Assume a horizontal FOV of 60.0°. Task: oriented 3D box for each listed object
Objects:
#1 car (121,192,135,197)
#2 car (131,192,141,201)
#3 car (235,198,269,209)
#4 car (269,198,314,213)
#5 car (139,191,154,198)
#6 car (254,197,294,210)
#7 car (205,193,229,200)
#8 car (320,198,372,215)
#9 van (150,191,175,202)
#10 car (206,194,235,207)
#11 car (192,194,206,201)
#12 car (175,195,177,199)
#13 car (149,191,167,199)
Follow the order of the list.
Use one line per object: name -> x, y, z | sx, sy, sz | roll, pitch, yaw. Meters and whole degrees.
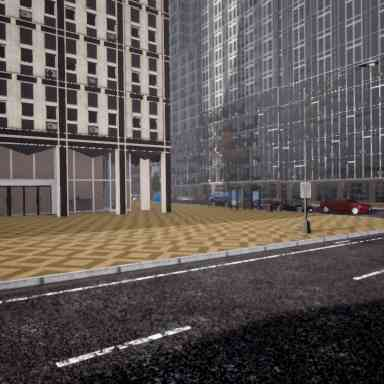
car -> -17.604, 0.688, 91.536 | 2.008, 1.369, 4.403 | 0, 1, -34
car -> -11.678, 1.039, 68.044 | 2.008, 1.369, 4.403 | 0, 1, -34
car -> 7.492, 1.388, 39.843 | 1.802, 1.307, 4.206 | 0, 1, -34
car -> 10.689, 1.424, 35.141 | 1.947, 1.339, 4.313 | 0, 1, -34
car -> -11.183, 0.686, 82.155 | 1.967, 1.590, 4.097 | 0, 1, -34
car -> 10.048, 1.369, 40.884 | 1.895, 1.301, 4.718 | -1, 1, -35
car -> 4.403, 1.241, 49.137 | 1.994, 1.385, 4.181 | -1, 1, -34
car -> 15.266, 1.330, 33.240 | 1.882, 1.535, 5.008 | -1, 1, -34
van -> -5.256, 0.937, 58.662 | 1.690, 1.788, 3.998 | 0, 1, -34
car -> 4.330, 1.319, 44.566 | 1.947, 1.339, 4.313 | 0, 1, -34
car -> 1.659, 1.043, 63.397 | 1.802, 1.307, 4.206 | 0, 1, -34
car -> -4.762, 0.936, 72.777 | 1.802, 1.307, 4.206 | 0, 1, -34
car -> -7.973, 0.615, 77.464 | 2.192, 1.841, 5.009 | 0, 1, -34
